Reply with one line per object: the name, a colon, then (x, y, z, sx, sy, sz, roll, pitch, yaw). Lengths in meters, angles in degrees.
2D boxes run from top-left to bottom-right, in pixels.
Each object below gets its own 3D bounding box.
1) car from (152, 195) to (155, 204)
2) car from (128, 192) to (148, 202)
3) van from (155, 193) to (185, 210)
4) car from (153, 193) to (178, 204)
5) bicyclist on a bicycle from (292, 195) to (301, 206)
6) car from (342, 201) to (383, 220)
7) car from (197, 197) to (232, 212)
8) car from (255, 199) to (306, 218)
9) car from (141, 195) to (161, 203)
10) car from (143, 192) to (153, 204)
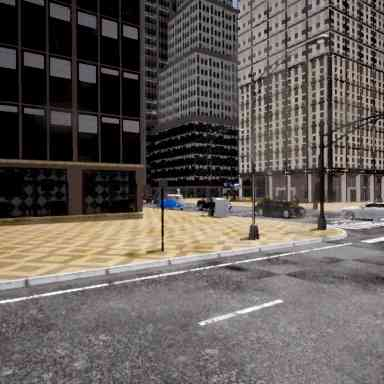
car: (-3.219, 1.348, 45.420, 1.812, 1.442, 4.674, -1, 1, -34)
car: (-10.940, 0.981, 67.179, 2.192, 1.841, 5.009, 0, 0, -34)
van: (-2.376, 1.210, 39.539, 1.690, 1.788, 3.998, 0, 0, -34)
car: (-4.737, 1.035, 57.999, 2.192, 1.841, 5.009, 0, 0, -34)
bicyclist on a bicycle: (12.012, 1.118, 38.461, 1.656, 1.620, 0.582, -1, 1, -34)
car: (14.068, 1.443, 25.629, 4.674, 1.442, 1.812, 0, 2, 41)
car: (2.432, 1.362, 37.042, 2.128, 1.511, 4.902, -1, 1, -34)
car: (7.706, 1.419, 29.234, 1.837, 1.490, 4.892, -1, 1, -34)
car: (-7.838, 1.238, 62.590, 1.887, 1.381, 4.507, 0, 0, -34)
car: (-6.413, 1.251, 55.760, 1.837, 1.490, 4.892, -1, 1, -34)
